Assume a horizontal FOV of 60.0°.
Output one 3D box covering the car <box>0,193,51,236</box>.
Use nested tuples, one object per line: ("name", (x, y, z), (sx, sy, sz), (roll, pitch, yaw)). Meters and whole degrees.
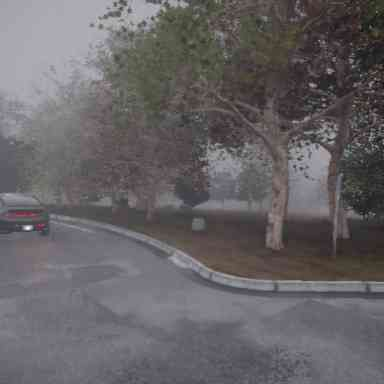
("car", (-6.964, 0.806, 12.766), (1.837, 1.490, 4.892), (1, 2, -41))
